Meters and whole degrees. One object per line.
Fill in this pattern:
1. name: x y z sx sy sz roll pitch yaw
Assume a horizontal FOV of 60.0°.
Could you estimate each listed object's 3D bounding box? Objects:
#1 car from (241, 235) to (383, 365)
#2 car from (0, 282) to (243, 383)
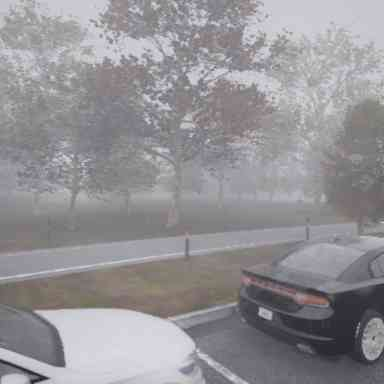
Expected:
1. car: 3.108 1.521 5.944 5.008 1.535 2.097 0 0 -32
2. car: -2.064 1.540 2.465 4.674 1.452 2.002 0 -1 -34
